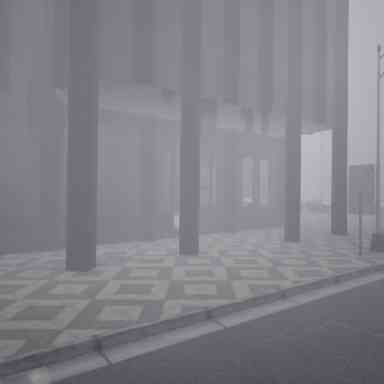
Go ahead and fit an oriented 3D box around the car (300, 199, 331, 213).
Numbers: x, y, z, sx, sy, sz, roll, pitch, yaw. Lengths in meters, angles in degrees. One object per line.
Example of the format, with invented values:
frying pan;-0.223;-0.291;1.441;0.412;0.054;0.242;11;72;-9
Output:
car;12.900;1.444;33.404;1.887;1.381;4.507;1;-1;-36

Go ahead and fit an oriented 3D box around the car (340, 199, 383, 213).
car;19.782;1.580;38.433;2.008;1.369;4.403;1;-1;-36

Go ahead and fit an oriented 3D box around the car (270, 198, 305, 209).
car;13.484;1.553;47.204;1.887;1.381;4.507;1;-1;-36

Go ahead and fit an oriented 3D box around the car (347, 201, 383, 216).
car;16.091;1.437;28.961;1.752;1.417;4.829;1;-1;-36
